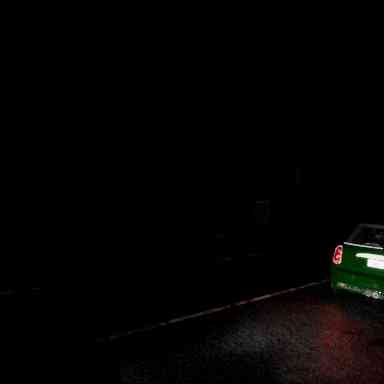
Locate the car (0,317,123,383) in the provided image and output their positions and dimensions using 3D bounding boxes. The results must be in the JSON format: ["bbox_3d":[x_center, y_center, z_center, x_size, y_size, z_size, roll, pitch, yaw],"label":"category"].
[{"bbox_3d":[-2.774,1.492,1.771,4.902,1.511,2.128,0,0,-36],"label":"car"}]

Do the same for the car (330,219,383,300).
[{"bbox_3d":[5.140,1.352,7.404,4.553,1.767,2.097,0,0,-35],"label":"car"}]
